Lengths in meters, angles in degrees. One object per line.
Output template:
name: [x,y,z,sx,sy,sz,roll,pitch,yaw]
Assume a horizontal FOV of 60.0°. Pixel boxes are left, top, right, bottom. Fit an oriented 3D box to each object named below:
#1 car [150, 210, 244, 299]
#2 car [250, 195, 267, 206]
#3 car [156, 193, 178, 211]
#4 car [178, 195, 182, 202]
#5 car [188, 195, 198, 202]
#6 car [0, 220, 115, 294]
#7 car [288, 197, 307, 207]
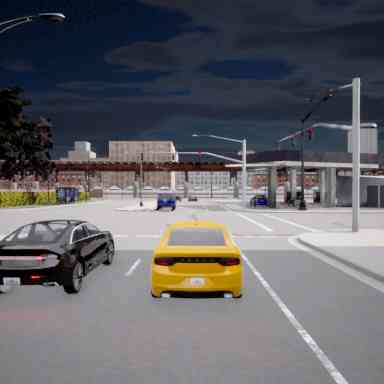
car: [0.107,1.468,8.516,1.882,1.535,5.008,0,0,0]
car: [9.856,1.253,48.780,2.242,1.667,4.611,0,0,1]
car: [-3.120,1.162,40.719,2.150,2.045,5.566,0,0,-1]
car: [-3.282,1.386,73.494,1.837,1.490,4.892,0,0,0]
car: [0.218,1.446,73.484,1.994,1.385,4.181,0,0,0]
car: [-3.392,1.474,8.735,2.128,1.511,4.902,0,0,0]
car: [15.603,1.426,49.526,1.970,1.475,3.806,0,0,1]
